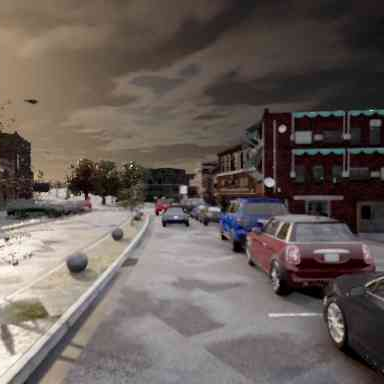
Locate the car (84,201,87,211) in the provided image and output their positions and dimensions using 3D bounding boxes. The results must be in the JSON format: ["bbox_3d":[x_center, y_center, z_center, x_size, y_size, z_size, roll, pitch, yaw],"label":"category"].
[{"bbox_3d":[-18.951,2.539,50.717,4.792,1.488,2.163,0,-2,-12],"label":"car"}]

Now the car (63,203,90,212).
[{"bbox_3d":[-22.094,2.937,63.863,4.792,1.488,2.163,0,-2,-14],"label":"car"}]

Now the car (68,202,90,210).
[{"bbox_3d":[-24.345,2.998,71.780,4.553,1.767,2.185,0,-1,-15],"label":"car"}]

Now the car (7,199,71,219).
[{"bbox_3d":[-16.034,1.733,34.480,5.566,2.045,2.435,0,-1,-8],"label":"car"}]

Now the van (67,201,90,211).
[{"bbox_3d":[-23.467,2.827,69.167,4.442,1.987,1.878,0,-1,-15],"label":"van"}]

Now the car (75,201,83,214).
[{"bbox_3d":[-17.893,2.335,45.363,4.892,1.521,2.231,0,-2,-10],"label":"car"}]

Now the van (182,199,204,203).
[{"bbox_3d":[0.310,1.738,36.731,1.878,1.987,4.442,0,-1,-7],"label":"van"}]

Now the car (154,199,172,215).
[{"bbox_3d":[-3.648,1.902,42.915,2.150,2.045,5.566,0,-2,-9],"label":"car"}]

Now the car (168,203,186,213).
[{"bbox_3d":[-2.489,2.462,52.967,2.097,1.535,5.008,0,-2,-11],"label":"car"}]

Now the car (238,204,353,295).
[{"bbox_3d":[2.816,1.379,8.984,2.185,1.767,4.553,0,0,-2],"label":"car"}]

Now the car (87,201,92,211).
[{"bbox_3d":[-19.988,2.672,56.080,5.366,1.575,1.946,0,-2,-13],"label":"car"}]

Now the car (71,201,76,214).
[{"bbox_3d":[-16.879,2.178,39.870,4.792,1.488,2.163,0,-2,-9],"label":"car"}]

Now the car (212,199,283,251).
[{"bbox_3d":[2.548,1.300,14.588,2.435,2.045,5.566,0,0,-3],"label":"car"}]

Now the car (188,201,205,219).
[{"bbox_3d":[1.023,1.864,31.099,2.002,1.452,4.674,0,-1,-7],"label":"car"}]

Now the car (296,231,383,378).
[{"bbox_3d":[2.984,1.482,3.350,2.231,1.521,4.892,0,0,0],"label":"car"}]

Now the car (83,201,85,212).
[{"bbox_3d":[-18.454,2.452,48.035,4.792,1.488,2.163,0,-2,-11],"label":"car"}]

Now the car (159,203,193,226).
[{"bbox_3d":[-1.330,1.800,25.434,1.994,1.385,4.181,0,-1,-5],"label":"car"}]

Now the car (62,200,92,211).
[{"bbox_3d":[-22.869,2.731,66.485,5.566,2.045,2.435,0,-2,-15],"label":"car"}]

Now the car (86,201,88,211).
[{"bbox_3d":[-19.563,2.634,53.378,4.674,1.452,2.002,0,-2,-12],"label":"car"}]

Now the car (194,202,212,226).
[{"bbox_3d":[1.638,1.751,25.592,2.002,1.452,4.674,0,-1,-5],"label":"car"}]
